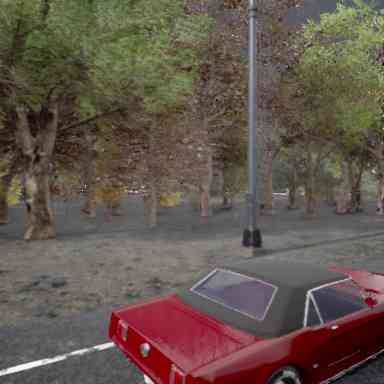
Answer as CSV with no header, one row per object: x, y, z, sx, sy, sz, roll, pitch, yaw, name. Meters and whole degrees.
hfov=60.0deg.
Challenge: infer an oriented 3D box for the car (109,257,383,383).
1.443,1.614,4.560,4.718,1.301,1.895,0,0,-34,car
